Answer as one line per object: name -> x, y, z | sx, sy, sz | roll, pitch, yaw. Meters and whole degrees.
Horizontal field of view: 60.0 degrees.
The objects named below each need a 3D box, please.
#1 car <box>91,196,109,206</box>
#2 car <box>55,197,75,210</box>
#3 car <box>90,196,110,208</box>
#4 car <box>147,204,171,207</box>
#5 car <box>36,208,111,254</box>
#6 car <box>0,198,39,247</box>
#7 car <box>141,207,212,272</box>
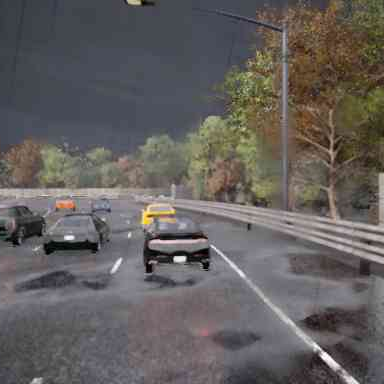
car -> -15.683, 1.459, 56.379 | 1.837, 1.490, 4.892 | 0, 0, -30
car -> -15.517, 1.336, 40.681 | 2.097, 1.767, 4.553 | 0, 0, -23
car -> -10.231, 1.517, 37.092 | 2.033, 1.411, 5.357 | 0, 0, -21
car -> -1.996, 1.447, 19.969 | 1.882, 1.535, 5.008 | 0, 0, -10
car -> -4.531, 1.556, 13.566 | 1.994, 1.385, 4.181 | 0, 0, -7
car -> -8.275, 1.356, 15.156 | 2.097, 1.767, 4.553 | 0, 0, -8
car -> -0.599, 1.473, 10.756 | 2.128, 1.511, 4.902 | 0, 0, -7
